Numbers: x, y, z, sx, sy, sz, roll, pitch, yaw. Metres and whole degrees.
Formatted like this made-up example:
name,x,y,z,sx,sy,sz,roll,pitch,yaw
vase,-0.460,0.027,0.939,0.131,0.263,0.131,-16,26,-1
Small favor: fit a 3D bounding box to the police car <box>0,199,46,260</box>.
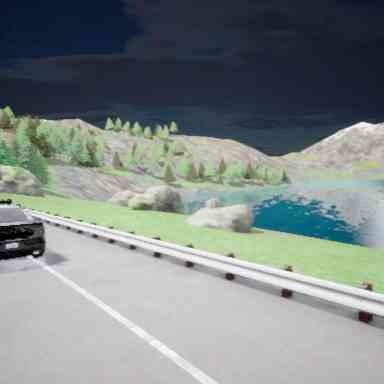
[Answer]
name,x,y,z,sx,sy,sz,roll,pitch,yaw
police car,-6.094,1.048,10.115,1.930,1.638,5.238,-3,4,-41
